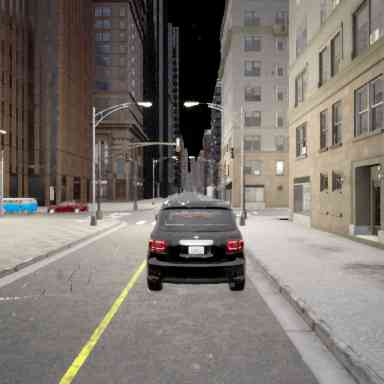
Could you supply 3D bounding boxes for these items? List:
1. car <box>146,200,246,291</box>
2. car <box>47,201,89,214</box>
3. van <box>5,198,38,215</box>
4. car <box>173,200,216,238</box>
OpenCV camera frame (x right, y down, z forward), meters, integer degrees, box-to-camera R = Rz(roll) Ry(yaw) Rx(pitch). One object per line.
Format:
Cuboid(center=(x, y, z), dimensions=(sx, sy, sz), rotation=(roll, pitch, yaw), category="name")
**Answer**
Cuboid(center=(0.103, 1.223, 9.142), dimensions=(2.150, 2.045, 5.566), rotation=(0, 0, 0), category="car")
Cuboid(center=(-13.964, 1.724, 37.467), dimensions=(4.507, 1.381, 1.887), rotation=(-1, 0, 0), category="car")
Cuboid(center=(-19.590, 1.589, 37.489), dimensions=(3.998, 1.788, 1.690), rotation=(-1, 0, 0), category="van")
Cuboid(center=(0.103, 1.356, 18.591), dimensions=(2.097, 1.767, 4.553), rotation=(0, 0, 0), category="car")
